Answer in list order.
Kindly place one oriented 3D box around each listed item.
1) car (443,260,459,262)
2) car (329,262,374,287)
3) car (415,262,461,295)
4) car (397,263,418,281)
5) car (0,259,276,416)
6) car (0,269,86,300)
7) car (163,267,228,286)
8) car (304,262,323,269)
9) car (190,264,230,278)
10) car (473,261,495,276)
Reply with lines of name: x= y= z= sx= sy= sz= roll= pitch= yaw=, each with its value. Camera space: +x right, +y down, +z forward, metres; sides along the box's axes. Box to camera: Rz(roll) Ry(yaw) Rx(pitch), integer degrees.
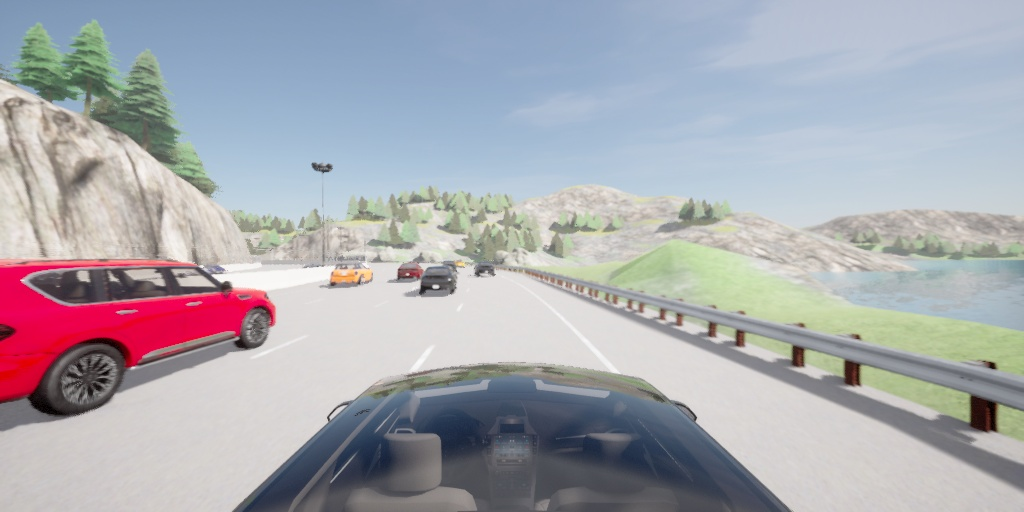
car: x=-8.250 y=1.376 z=46.177 sx=1.837 sy=1.490 sz=4.892 roll=0 pitch=0 yaw=-14
car: x=-11.926 y=1.267 z=26.953 sx=2.097 sy=1.767 sz=4.553 roll=-1 pitch=0 yaw=-8
car: x=-4.134 y=1.315 z=20.650 sx=1.837 sy=1.490 sz=4.892 roll=0 pitch=0 yaw=-6
car: x=-9.047 y=1.356 z=32.038 sx=1.882 sy=1.535 sz=5.008 roll=0 pitch=0 yaw=-10
car: x=-6.702 y=1.062 z=6.248 sx=2.150 sy=2.045 sz=5.566 roll=0 pitch=0 yaw=-2
car: x=-29.178 y=1.647 z=21.483 sx=1.837 sy=1.490 sz=4.892 roll=-1 pitch=0 yaw=-7
car: x=-26.901 y=1.717 z=30.717 sx=1.895 sy=1.301 sz=4.718 roll=-1 pitch=0 yaw=-9
car: x=-27.590 y=1.622 z=50.113 sx=2.128 sy=1.511 sz=4.902 roll=-1 pitch=0 yaw=-15
car: x=-36.737 y=1.776 z=43.710 sx=1.812 sy=1.442 sz=4.674 roll=-1 pitch=0 yaw=-14
car: x=-3.001 y=1.304 z=37.930 sx=1.837 sy=1.490 sz=4.892 roll=0 pitch=0 yaw=-11
